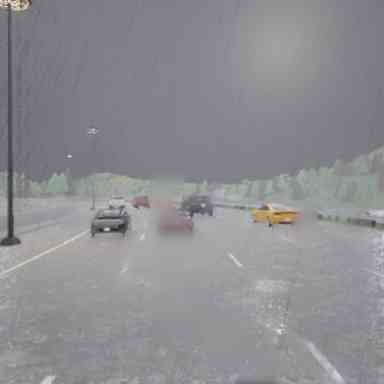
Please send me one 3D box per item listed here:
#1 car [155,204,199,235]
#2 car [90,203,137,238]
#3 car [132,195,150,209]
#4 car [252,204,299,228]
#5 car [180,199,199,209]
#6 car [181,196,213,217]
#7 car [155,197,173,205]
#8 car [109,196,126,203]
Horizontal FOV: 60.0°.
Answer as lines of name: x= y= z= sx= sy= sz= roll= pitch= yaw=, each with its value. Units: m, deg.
car: x=-1.024 y=1.668 z=19.660 sx=1.994 sy=1.385 sz=4.181 roll=0 pitch=0 yaw=-7
car: x=-4.427 y=1.624 z=18.658 sx=2.128 sy=1.511 sz=4.902 roll=0 pitch=0 yaw=-6
car: x=-8.018 y=1.552 z=52.182 sx=2.150 sy=2.045 sz=5.566 roll=0 pitch=0 yaw=-18
car: x=5.609 y=1.533 z=22.965 sx=1.882 sy=1.535 sz=5.008 roll=0 pitch=0 yaw=-7
car: x=-0.447 y=1.776 z=51.231 sx=1.812 sy=1.442 sz=4.674 roll=0 pitch=0 yaw=-17
car: x=0.535 y=1.376 z=32.866 sx=2.150 sy=2.045 sz=5.566 roll=0 pitch=0 yaw=-11
car: x=-4.475 y=1.647 z=52.468 sx=2.097 sy=1.767 sz=4.553 roll=-1 pitch=0 yaw=-17
car: x=-11.780 y=1.590 z=52.444 sx=2.150 sy=2.045 sz=5.566 roll=0 pitch=0 yaw=-18
